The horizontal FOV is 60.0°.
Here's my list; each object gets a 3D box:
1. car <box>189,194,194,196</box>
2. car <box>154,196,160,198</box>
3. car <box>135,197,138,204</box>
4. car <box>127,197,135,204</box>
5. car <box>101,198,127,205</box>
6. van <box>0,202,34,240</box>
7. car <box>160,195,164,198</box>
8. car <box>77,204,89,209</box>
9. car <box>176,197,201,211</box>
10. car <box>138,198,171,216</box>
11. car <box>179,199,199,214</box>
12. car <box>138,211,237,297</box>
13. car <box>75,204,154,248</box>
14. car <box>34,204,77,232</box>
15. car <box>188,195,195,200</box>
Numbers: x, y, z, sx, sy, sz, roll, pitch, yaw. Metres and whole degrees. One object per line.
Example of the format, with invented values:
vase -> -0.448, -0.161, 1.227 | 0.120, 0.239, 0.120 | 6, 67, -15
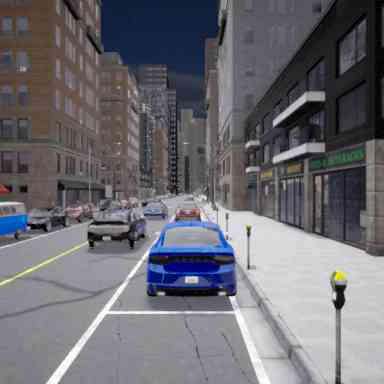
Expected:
car -> -0.257, 1.501, 84.576 | 1.967, 1.590, 4.097 | 0, 0, 0
car -> -6.147, 1.612, 48.022 | 1.895, 1.301, 4.718 | 0, 0, 0
car -> -8.816, 1.452, 47.486 | 1.967, 1.590, 4.097 | 0, 0, 0
car -> -8.815, 1.591, 41.985 | 1.802, 1.307, 4.206 | 0, 0, 0
car -> -8.815, 1.572, 36.483 | 1.947, 1.339, 4.313 | 0, 0, 0
van -> -8.815, 1.342, 14.478 | 1.690, 1.788, 3.998 | 0, 0, 0
car -> -8.782, 1.643, 84.589 | 1.802, 1.307, 4.206 | 0, 0, 0
car -> -8.815, 1.585, 25.481 | 1.802, 1.307, 4.206 | 0, 0, 0
car -> -0.290, 1.443, 25.481 | 1.967, 1.590, 4.097 | 0, 0, 0
car -> -3.145, 1.552, 29.380 | 2.033, 1.411, 5.357 | 0, 0, 0
car -> -0.290, 1.557, 36.484 | 2.008, 1.369, 4.403 | 0, 0, 0
car -> -0.006, 1.478, 8.650 | 1.882, 1.535, 5.008 | 0, 0, 0
car -> -3.141, 1.493, 14.691 | 2.128, 1.511, 4.902 | 0, 0, 0
car -> -8.815, 1.567, 19.979 | 1.947, 1.339, 4.313 | 0, 0, 0
car -> -0.237, 1.636, 95.394 | 2.008, 1.369, 4.403 | 0, 0, 0
